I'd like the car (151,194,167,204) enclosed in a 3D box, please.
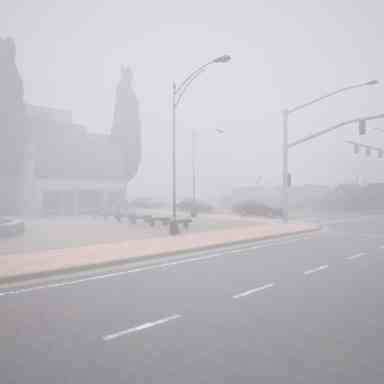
[{"bbox_3d":[-6.233,1.478,50.532,1.882,1.535,5.008,0,0,-40],"label":"car"}]

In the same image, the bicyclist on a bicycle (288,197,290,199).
[{"bbox_3d":[12.889,1.261,44.859,1.656,1.620,0.582,-7,4,-40],"label":"bicyclist on a bicycle"}]

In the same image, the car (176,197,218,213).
[{"bbox_3d":[0.288,1.601,37.405,1.895,1.301,4.718,0,0,-40],"label":"car"}]

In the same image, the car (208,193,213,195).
[{"bbox_3d":[4.935,1.156,71.245,3.866,1.878,1.905,0,0,-42],"label":"car"}]

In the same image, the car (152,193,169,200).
[{"bbox_3d":[-8.163,1.156,85.858,3.866,1.878,1.905,0,0,-42],"label":"car"}]

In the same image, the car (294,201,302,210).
[{"bbox_3d":[11.311,1.564,40.930,1.994,1.385,4.181,0,0,-40],"label":"car"}]

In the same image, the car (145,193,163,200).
[{"bbox_3d":[-10.050,1.153,88.053,4.605,1.855,1.932,0,0,-42],"label":"car"}]

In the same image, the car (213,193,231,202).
[{"bbox_3d":[6.855,1.395,69.078,3.806,1.475,1.970,0,0,-42],"label":"car"}]

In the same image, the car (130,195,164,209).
[{"bbox_3d":[-6.607,1.547,45.538,2.033,1.411,5.357,0,0,-41],"label":"car"}]

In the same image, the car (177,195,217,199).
[{"bbox_3d":[0.445,1.491,42.634,2.128,1.511,4.902,0,0,-40],"label":"car"}]

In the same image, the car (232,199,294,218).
[{"bbox_3d":[6.328,1.478,30.280,1.882,1.535,5.008,0,0,-40],"label":"car"}]
